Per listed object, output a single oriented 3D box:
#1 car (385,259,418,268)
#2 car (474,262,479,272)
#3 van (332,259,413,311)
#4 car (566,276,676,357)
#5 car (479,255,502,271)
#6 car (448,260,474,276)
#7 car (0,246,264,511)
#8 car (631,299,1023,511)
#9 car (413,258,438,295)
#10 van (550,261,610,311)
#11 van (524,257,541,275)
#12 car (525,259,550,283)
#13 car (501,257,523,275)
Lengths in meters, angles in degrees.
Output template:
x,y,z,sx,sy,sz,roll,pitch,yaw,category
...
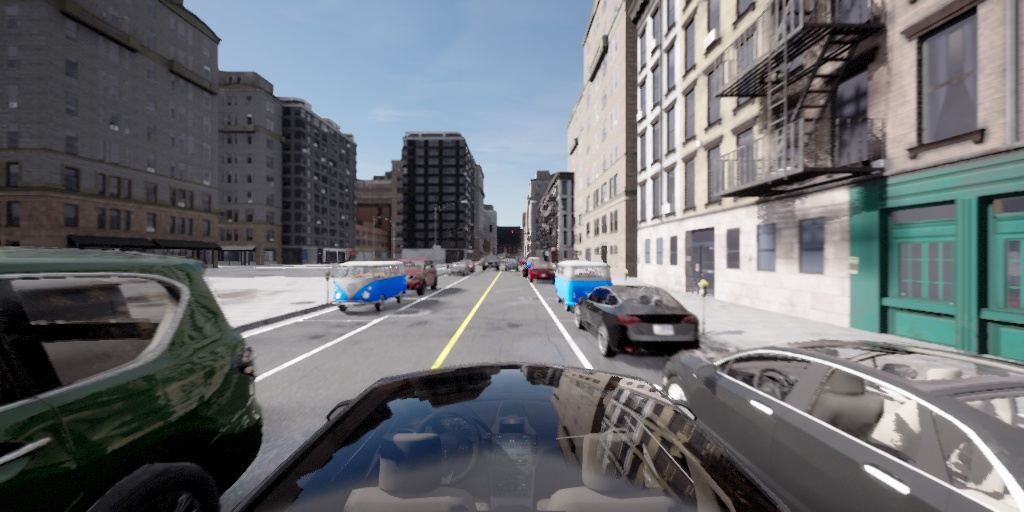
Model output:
x,y,z,sx,sy,sz,roll,pitch,yaw,category
-17.690,1.230,57.763,4.718,1.301,1.895,0,0,0,car
-5.404,1.169,42.389,1.967,1.591,4.097,0,0,0,car
-5.393,1.085,13.989,1.690,1.789,3.998,0,0,0,van
2.634,1.313,8.312,1.948,1.339,4.313,0,0,0,car
-2.769,0.931,48.187,2.150,2.045,5.566,0,0,0,car
-5.401,1.284,36.709,2.007,1.370,4.403,0,0,0,car
-2.851,0.972,0.249,2.150,2.045,5.566,0,0,0,car
2.637,1.300,2.632,2.007,1.370,4.403,0,0,0,car
-5.395,1.057,19.669,2.192,1.841,5.009,0,0,0,car
2.632,1.086,13.991,1.690,1.789,3.998,0,0,0,van
2.622,1.071,42.392,1.690,1.789,3.998,0,0,0,van
2.226,1.217,27.789,1.882,1.535,5.008,0,0,0,car
-0.016,1.219,46.375,2.128,1.511,4.902,0,0,0,car
